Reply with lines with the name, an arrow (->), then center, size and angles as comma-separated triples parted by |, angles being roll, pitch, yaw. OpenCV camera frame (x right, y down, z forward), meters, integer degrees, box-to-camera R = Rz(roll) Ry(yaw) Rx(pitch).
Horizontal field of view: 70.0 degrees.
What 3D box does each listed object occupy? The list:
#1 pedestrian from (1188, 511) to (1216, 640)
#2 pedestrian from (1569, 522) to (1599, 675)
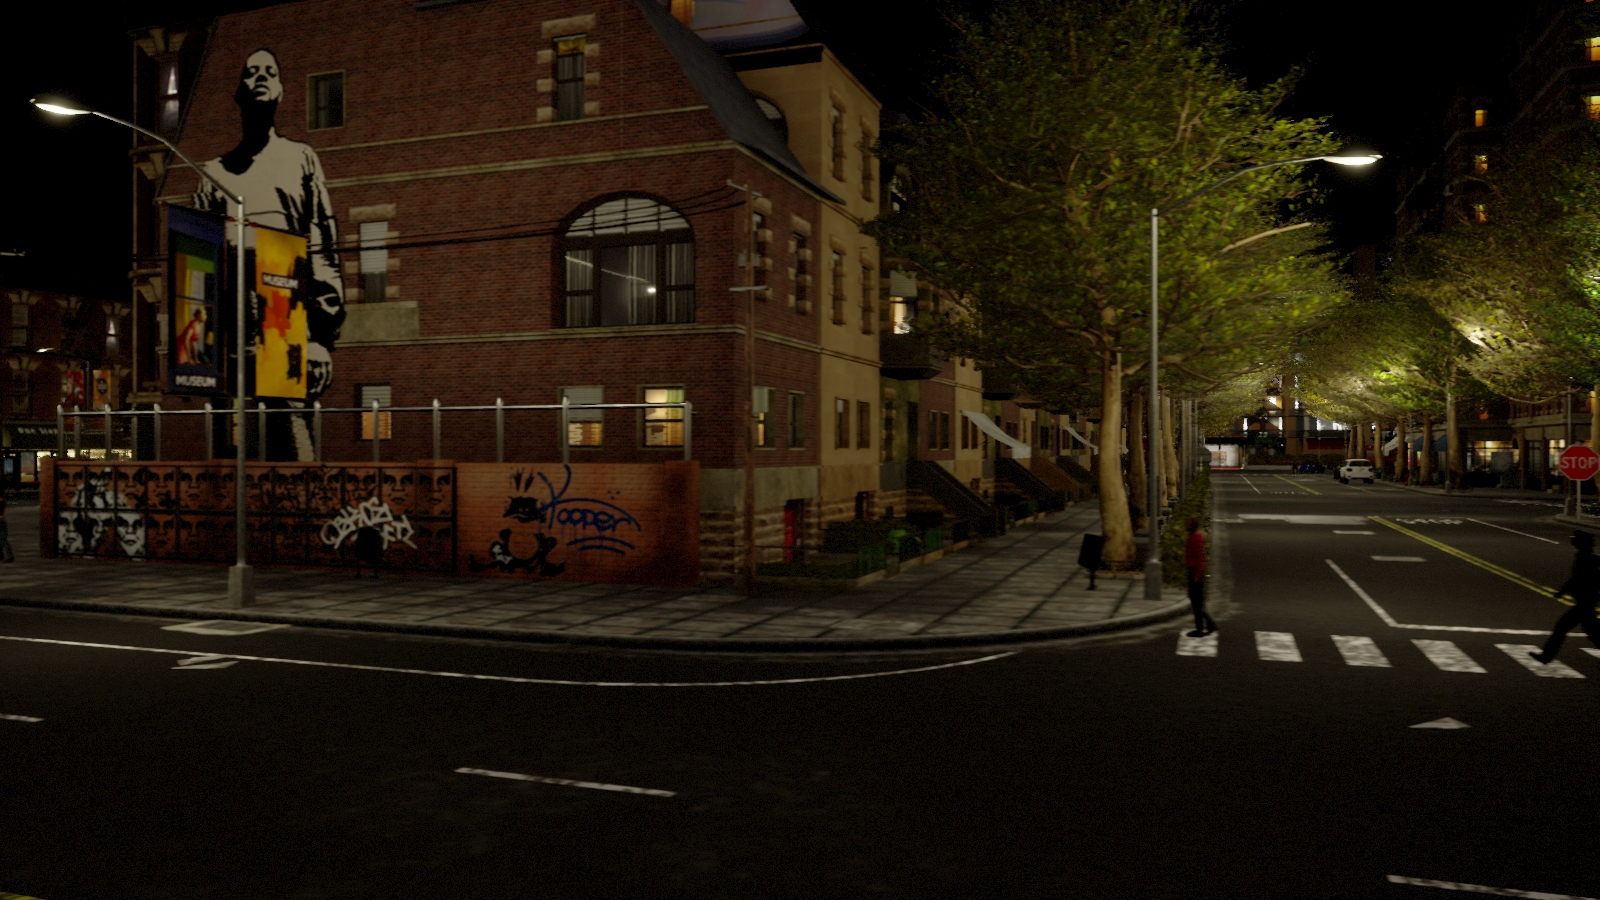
pedestrian -> 5.949, 1.848, 16.909 | 0.375, 1.860, 0.375 | 0, 0, 21
pedestrian -> 9.903, 1.850, 14.310 | 0.375, 1.860, 0.375 | 0, 0, 19
